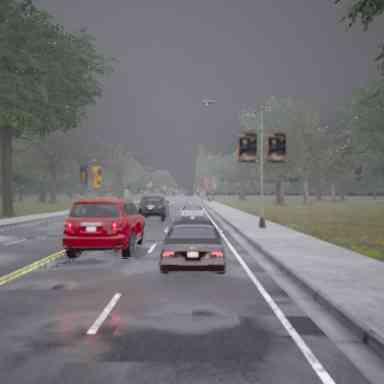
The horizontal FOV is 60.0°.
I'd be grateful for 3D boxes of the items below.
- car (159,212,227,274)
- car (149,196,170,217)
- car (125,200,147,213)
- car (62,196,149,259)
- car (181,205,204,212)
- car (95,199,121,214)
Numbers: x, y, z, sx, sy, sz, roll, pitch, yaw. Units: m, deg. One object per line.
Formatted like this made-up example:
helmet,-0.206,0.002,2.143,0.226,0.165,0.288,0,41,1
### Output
car,0.041,1.584,10.656,2.033,1.411,5.357,0,0,1
car,-3.184,1.327,28.335,2.150,2.045,5.566,0,0,0
car,-6.596,1.673,39.518,1.812,1.442,4.674,0,0,0
car,-3.172,1.263,12.928,2.150,2.045,5.566,0,-1,-1
car,0.051,1.703,27.935,1.895,1.301,4.718,0,0,1
car,-9.846,1.649,39.289,1.837,1.490,4.892,0,0,0
